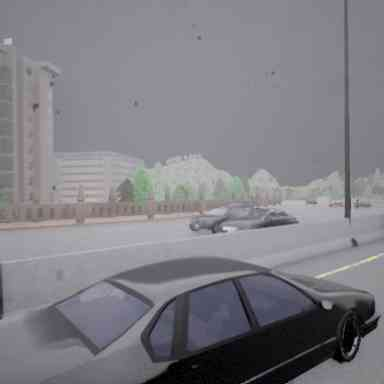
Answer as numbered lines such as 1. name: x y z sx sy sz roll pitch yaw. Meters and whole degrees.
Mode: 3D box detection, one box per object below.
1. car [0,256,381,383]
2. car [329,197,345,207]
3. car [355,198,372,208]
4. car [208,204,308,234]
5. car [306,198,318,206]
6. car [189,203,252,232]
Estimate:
1. car: 0.237 1.560 4.089 5.357 1.411 2.033 0 0 -37
2. car: 23.580 1.543 54.144 2.097 1.767 4.553 -1 0 20
3. car: 26.052 1.672 50.649 1.812 1.442 4.674 -1 0 21
4. car: 3.354 1.540 16.281 4.902 1.511 2.128 0 0 -44
5. car: 22.599 1.807 62.886 2.033 1.411 5.357 -1 0 15
6. car: 1.907 1.595 19.733 4.674 1.442 1.812 0 0 -45
